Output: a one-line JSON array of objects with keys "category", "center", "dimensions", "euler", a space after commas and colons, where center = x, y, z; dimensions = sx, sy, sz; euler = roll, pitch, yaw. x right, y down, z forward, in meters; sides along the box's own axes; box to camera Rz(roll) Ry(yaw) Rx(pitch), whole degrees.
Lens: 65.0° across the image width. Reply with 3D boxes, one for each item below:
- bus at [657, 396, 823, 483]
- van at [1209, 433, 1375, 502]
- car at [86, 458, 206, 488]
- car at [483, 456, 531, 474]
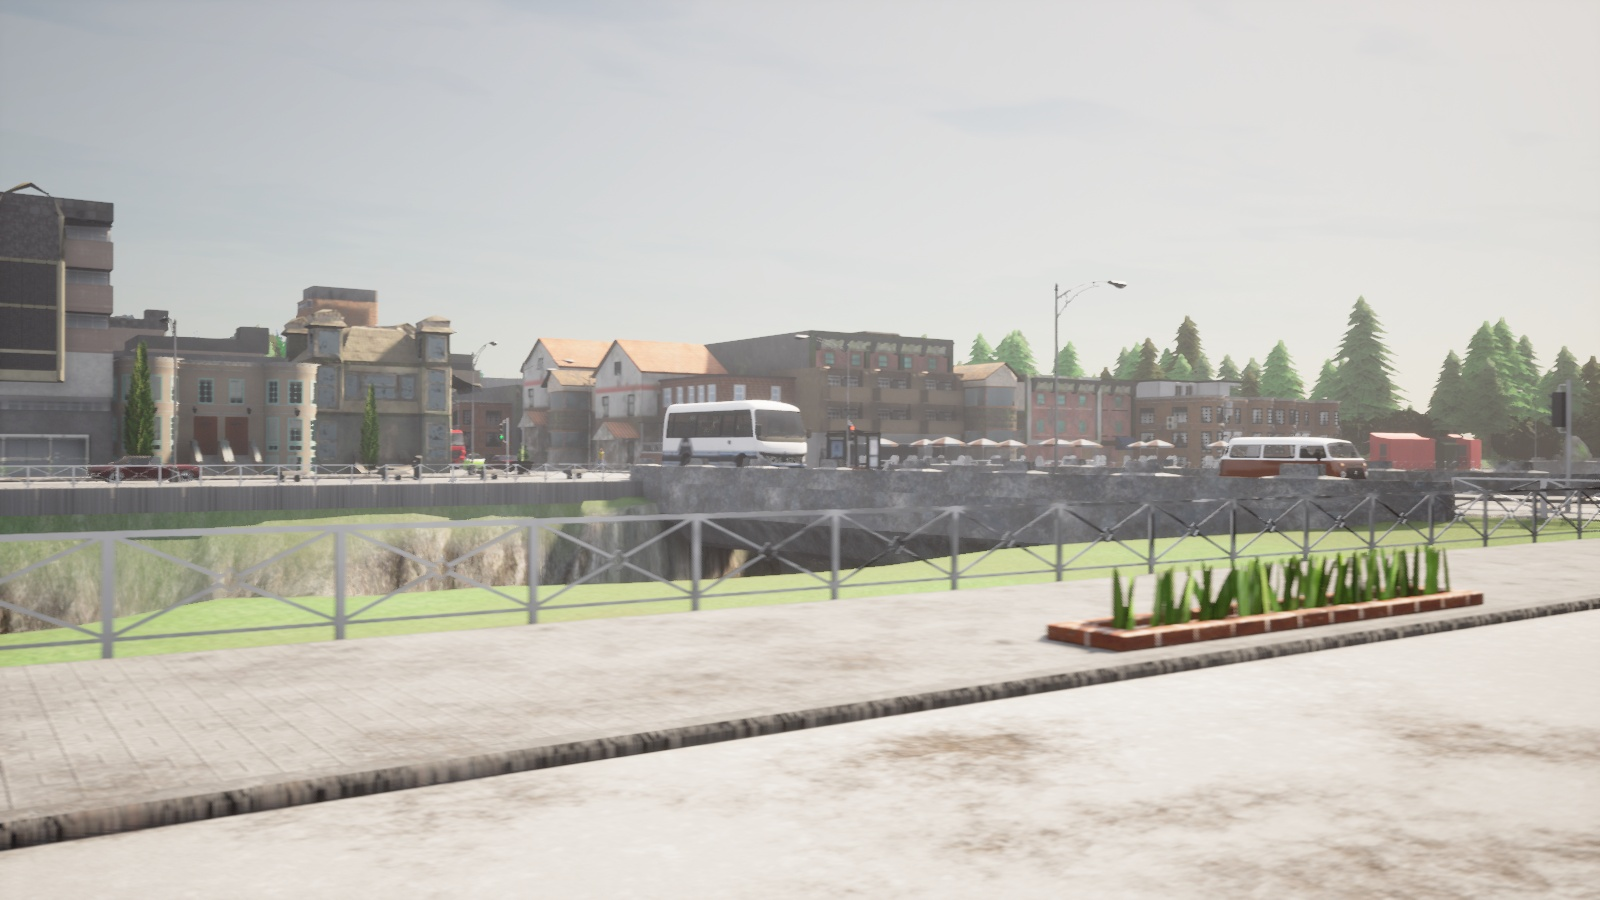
[{"category": "bus", "center": [-3.425, -0.460, 67.088], "dimensions": [3.944, 4.253, 10.273], "euler": [1, -1, -35]}, {"category": "van", "center": [15.444, 0.533, 39.611], "dimensions": [2.069, 2.038, 4.480], "euler": [0, 0, -35]}, {"category": "car", "center": [-30.358, 1.052, 58.335], "dimensions": [4.718, 1.301, 1.895], "euler": [0, 0, -35]}, {"category": "car", "center": [-21.746, 1.119, 92.996], "dimensions": [1.895, 1.301, 4.718], "euler": [0, 0, -34]}]
